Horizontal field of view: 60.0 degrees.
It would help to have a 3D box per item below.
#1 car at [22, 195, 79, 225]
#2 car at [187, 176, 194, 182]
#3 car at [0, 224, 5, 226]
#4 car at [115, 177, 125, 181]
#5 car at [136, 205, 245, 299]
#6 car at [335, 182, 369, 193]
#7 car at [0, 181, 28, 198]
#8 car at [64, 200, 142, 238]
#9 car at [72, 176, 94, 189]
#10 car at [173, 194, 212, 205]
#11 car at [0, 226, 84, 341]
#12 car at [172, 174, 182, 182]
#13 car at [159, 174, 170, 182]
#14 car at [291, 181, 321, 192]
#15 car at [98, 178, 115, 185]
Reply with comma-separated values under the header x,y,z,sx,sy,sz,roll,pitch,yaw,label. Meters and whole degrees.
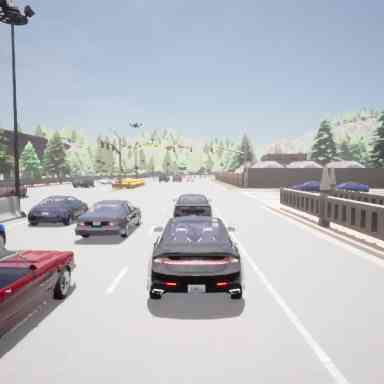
x,y,z,sx,sy,sz,roll,pitch,yaw,label
-6.979,0.879,17.794,1.994,1.385,4.181,0,3,0,car
-0.448,-3.458,89.668,1.812,1.442,4.674,0,3,0,car
-6.936,1.283,8.822,1.882,1.535,5.008,0,2,0,car
-17.907,-2.913,81.751,1.895,1.301,4.718,0,3,0,car
0.068,1.327,8.033,2.128,1.511,4.902,0,2,0,car
18.039,-0.402,38.633,4.674,1.442,1.812,0,3,2,car
-17.751,-0.176,31.960,2.097,1.767,4.553,0,4,0,car
-3.465,1.050,14.616,2.033,1.411,5.357,0,3,0,car
-17.852,-1.675,54.851,2.150,2.045,5.566,0,3,0,car
0.025,0.815,17.455,1.882,1.535,5.008,0,3,-1,car
-3.421,1.528,5.101,1.895,1.301,4.718,0,1,0,car
-3.934,-3.612,86.995,2.150,2.045,5.566,0,3,0,car
-7.434,-3.611,86.977,2.150,2.045,5.566,0,3,0,car
15.003,-0.617,42.227,4.674,1.442,1.812,0,3,2,car
-17.838,-2.179,68.315,1.812,1.442,4.674,0,3,0,car
